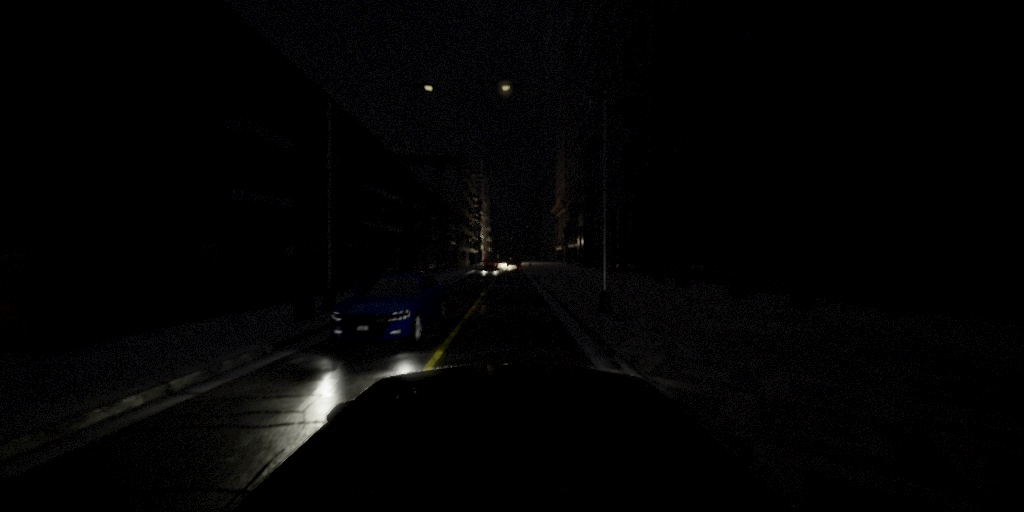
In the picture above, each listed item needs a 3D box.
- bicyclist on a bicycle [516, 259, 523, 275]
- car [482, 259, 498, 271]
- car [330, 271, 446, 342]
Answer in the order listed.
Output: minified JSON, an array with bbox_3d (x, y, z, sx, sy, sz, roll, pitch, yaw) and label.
[{"bbox_3d":[0.833,1.207,38.170,0.866,1.612,1.509,0,-1,0],"label":"bicyclist on a bicycle"},{"bbox_3d":[-3.058,1.148,50.790,2.097,1.767,4.553,0,0,0],"label":"car"},{"bbox_3d":[-3.097,1.220,9.939,1.882,1.535,5.008,0,0,0],"label":"car"}]
